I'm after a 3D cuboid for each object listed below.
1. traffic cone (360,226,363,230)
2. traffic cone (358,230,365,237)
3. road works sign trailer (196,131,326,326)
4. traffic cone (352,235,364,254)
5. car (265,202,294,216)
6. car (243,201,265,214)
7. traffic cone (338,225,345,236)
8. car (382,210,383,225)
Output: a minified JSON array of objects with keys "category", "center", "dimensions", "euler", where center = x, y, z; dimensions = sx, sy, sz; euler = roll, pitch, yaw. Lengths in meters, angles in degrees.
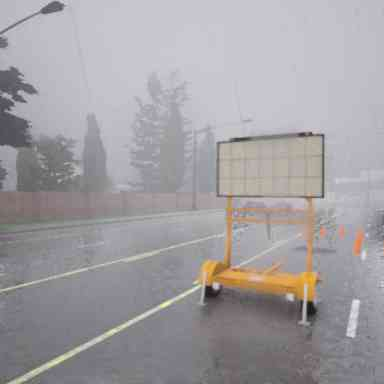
[{"category":"traffic cone","center":[8.324,2.134,16.422],"dimensions":[0.340,0.580,0.340],"euler":[0,0,29]},{"category":"traffic cone","center":[7.363,2.114,14.668],"dimensions":[0.340,0.580,0.340],"euler":[0,0,29]},{"category":"road works sign trailer","center":[1.747,0.529,7.499],"dimensions":[2.380,3.560,2.880],"euler":[0,0,29]},{"category":"traffic cone","center":[6.402,2.095,12.914],"dimensions":[0.340,0.580,0.340],"euler":[0,0,29]},{"category":"car","center":[10.327,1.889,37.963],"dimensions":[2.033,1.411,5.357],"euler":[0,0,29]},{"category":"car","center":[7.682,1.843,40.480],"dimensions":[1.837,1.490,4.892],"euler":[0,0,28]},{"category":"traffic cone","center":[8.408,2.150,18.656],"dimensions":[0.340,0.580,0.340],"euler":[0,0,29]},{"category":"car","center":[16.036,1.833,26.098],"dimensions":[1.812,1.442,4.674],"euler":[0,0,29]}]
